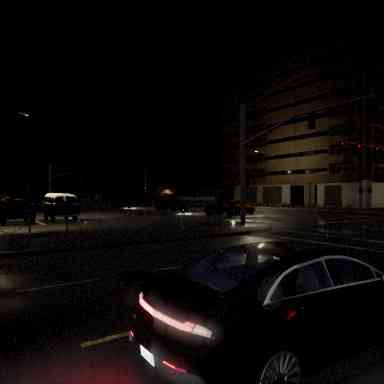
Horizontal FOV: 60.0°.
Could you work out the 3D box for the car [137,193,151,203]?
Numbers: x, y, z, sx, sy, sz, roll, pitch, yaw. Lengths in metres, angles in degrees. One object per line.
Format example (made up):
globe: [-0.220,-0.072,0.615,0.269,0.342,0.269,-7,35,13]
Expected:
car: [-10.497,1.277,69.458,2.150,2.045,5.566,0,0,-34]

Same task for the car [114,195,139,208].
car: [-10.237,1.617,50.156,1.994,1.385,4.181,0,0,-34]

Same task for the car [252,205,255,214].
car: [4.463,1.533,34.797,1.882,1.535,5.008,0,0,-34]

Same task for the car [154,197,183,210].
car: [-3.297,1.559,46.173,1.837,1.490,4.892,0,0,-34]

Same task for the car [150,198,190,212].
car: [-2.419,1.603,38.669,2.033,1.411,5.357,0,0,-34]

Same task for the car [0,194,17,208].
car: [-31.485,1.209,56.509,1.932,1.855,4.605,0,0,-34]

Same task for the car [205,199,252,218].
car: [2.985,1.581,30.750,1.812,1.442,4.674,0,0,-34]

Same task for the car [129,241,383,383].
car: [1.539,1.492,4.841,4.902,1.511,2.128,0,0,-34]
